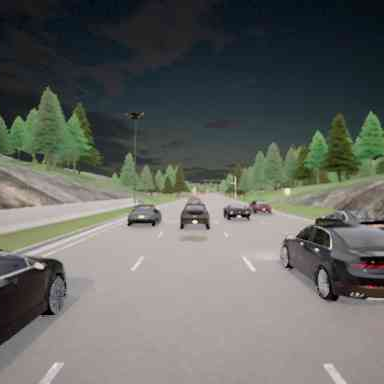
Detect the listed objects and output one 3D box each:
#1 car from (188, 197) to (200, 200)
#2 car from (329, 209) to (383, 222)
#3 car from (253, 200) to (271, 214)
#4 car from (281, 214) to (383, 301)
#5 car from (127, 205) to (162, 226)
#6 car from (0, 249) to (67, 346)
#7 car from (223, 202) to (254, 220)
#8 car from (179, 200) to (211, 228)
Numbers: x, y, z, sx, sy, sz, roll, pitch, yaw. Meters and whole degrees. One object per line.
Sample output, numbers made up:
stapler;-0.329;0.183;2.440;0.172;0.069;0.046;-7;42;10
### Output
car;0.287;1.414;41.426;2.097;1.767;4.553;0;0;0
car;7.165;1.523;15.162;2.128;1.511;4.902;0;0;0
car;7.238;1.588;35.745;1.812;1.442;4.674;0;0;0
car;3.649;1.522;8.355;1.837;1.490;4.892;0;0;0
car;-3.301;1.596;23.682;1.994;1.385;4.181;0;0;0
car;-3.366;1.495;4.610;2.128;1.511;4.902;0;0;0
car;3.718;1.648;28.293;1.895;1.301;4.718;0;0;0
car;0.188;1.539;22.257;1.837;1.490;4.892;0;0;0
